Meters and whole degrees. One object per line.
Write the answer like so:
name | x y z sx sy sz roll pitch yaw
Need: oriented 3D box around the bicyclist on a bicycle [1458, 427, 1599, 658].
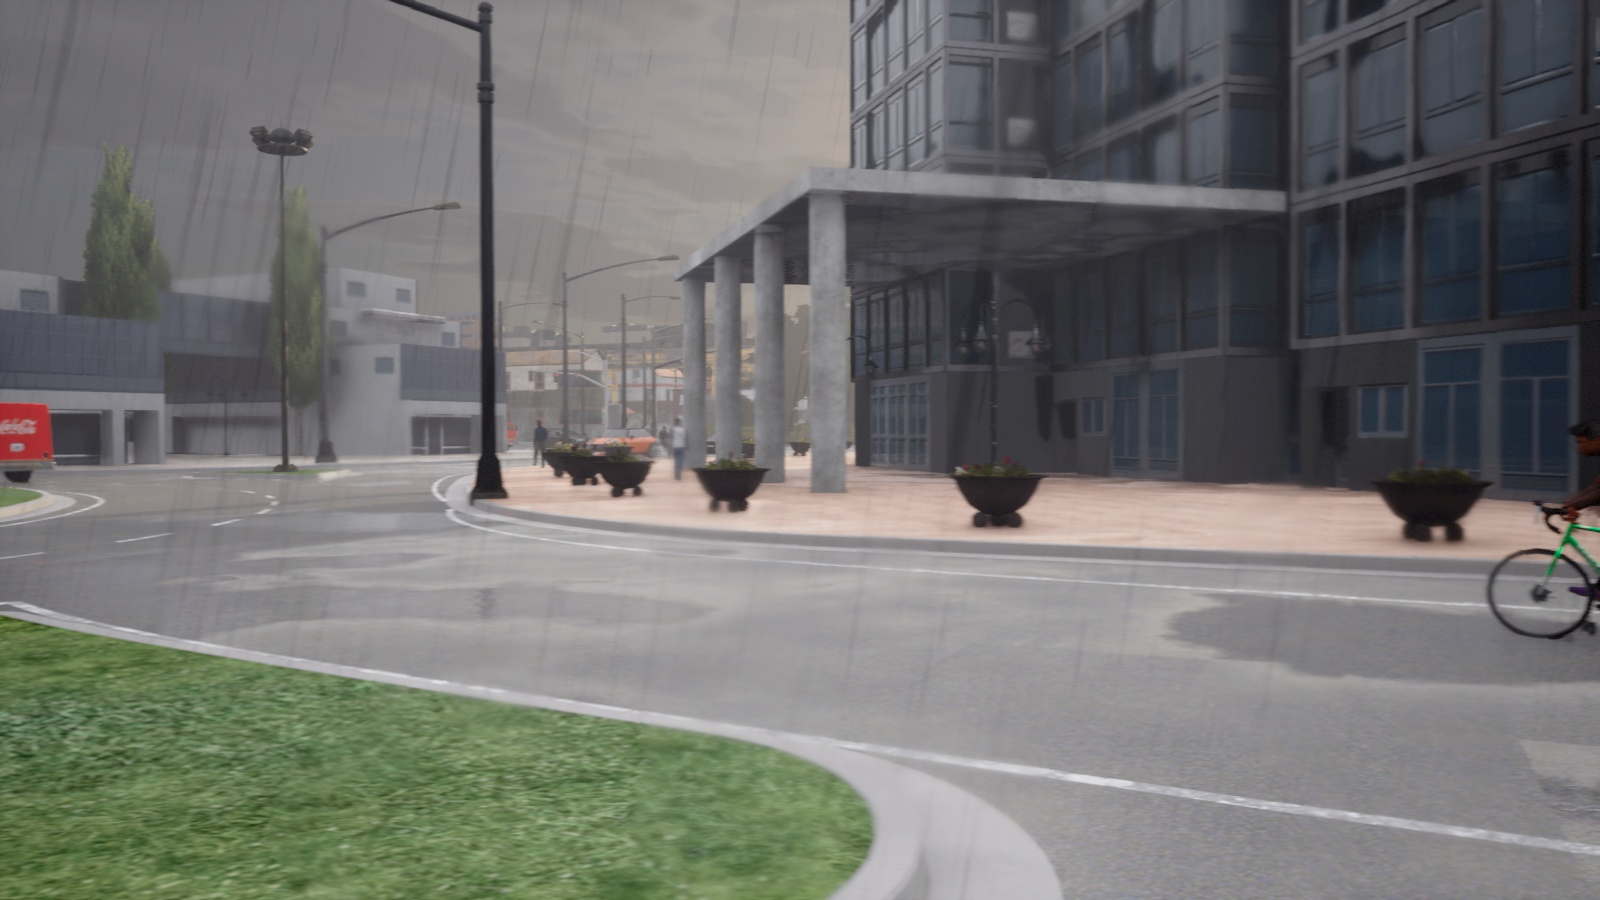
bicyclist on a bicycle | 5.720 0.647 9.101 1.656 1.620 0.582 0 1 29

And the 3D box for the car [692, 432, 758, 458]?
car | -4.185 -0.308 70.871 1.994 1.385 4.181 1 1 25

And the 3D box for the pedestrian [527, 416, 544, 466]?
pedestrian | -9.787 -0.329 46.490 0.370 1.835 0.726 0 1 10

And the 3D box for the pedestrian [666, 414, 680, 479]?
pedestrian | -3.608 -0.111 35.632 0.354 1.836 0.706 0 1 -9

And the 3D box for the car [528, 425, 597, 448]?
car | -17.768 -1.001 93.962 4.611 1.667 2.242 1 1 24

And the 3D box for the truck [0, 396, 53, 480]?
truck | -25.786 -0.388 38.093 5.204 2.467 2.627 1 1 19

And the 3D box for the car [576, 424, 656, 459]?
car | -9.775 -0.471 67.096 2.097 1.767 4.553 1 1 25
